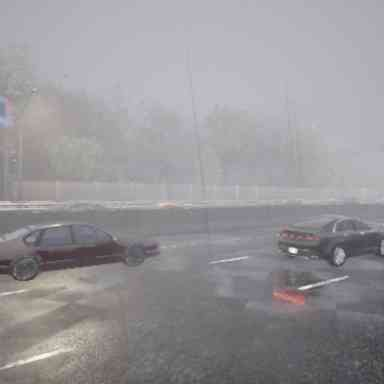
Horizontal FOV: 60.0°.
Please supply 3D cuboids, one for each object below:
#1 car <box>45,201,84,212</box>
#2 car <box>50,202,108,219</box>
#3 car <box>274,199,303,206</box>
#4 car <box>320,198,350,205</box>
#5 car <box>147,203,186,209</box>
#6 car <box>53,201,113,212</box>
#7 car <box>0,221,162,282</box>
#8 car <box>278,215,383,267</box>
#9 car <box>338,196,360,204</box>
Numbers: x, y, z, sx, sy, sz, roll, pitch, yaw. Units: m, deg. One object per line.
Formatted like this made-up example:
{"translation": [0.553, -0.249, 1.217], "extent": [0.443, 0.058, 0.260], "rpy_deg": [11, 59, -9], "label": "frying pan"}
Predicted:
{"translation": [-9.477, 1.555, 27.325], "extent": [4.892, 1.490, 1.837], "rpy_deg": [0, 0, -35], "label": "car"}
{"translation": [-10.456, 1.659, 30.926], "extent": [4.718, 1.301, 1.895], "rpy_deg": [0, 0, -35], "label": "car"}
{"translation": [14.017, 1.761, 48.328], "extent": [5.008, 1.535, 1.882], "rpy_deg": [0, 0, -35], "label": "car"}
{"translation": [17.678, 1.843, 42.334], "extent": [4.181, 1.385, 1.994], "rpy_deg": [0, 0, -35], "label": "car"}
{"translation": [-2.131, 1.554, 23.966], "extent": [5.008, 1.535, 1.882], "rpy_deg": [0, 0, -35], "label": "car"}
{"translation": [-7.566, 1.613, 24.388], "extent": [4.181, 1.385, 1.994], "rpy_deg": [0, 0, -35], "label": "car"}
{"translation": [-3.580, 1.564, 9.790], "extent": [5.357, 1.411, 2.033], "rpy_deg": [0, 0, -35], "label": "car"}
{"translation": [5.099, 1.573, 11.683], "extent": [4.892, 1.490, 1.837], "rpy_deg": [0, 0, -36], "label": "car"}
{"translation": [23.375, 1.581, 50.696], "extent": [5.566, 2.045, 2.150], "rpy_deg": [1, 0, -35], "label": "car"}
